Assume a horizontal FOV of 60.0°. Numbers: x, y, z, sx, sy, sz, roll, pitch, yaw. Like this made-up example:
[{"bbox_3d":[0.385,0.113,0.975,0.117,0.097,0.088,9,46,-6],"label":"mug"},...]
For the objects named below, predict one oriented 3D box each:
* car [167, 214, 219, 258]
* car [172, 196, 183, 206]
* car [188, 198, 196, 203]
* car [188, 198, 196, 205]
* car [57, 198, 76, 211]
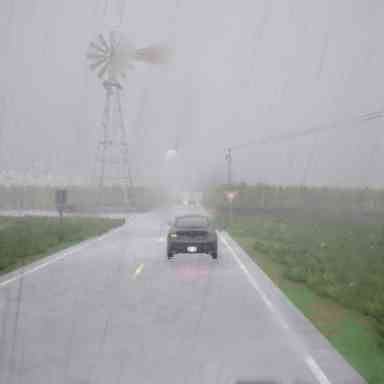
[{"bbox_3d":[0.019,1.652,13.486,1.837,1.490,4.892,0,0,0],"label":"car"},{"bbox_3d":[-3.196,2.005,73.250,2.150,2.045,5.566,0,-1,0],"label":"car"},{"bbox_3d":[0.004,2.396,90.995,1.895,1.301,4.718,0,-1,0],"label":"car"},{"bbox_3d":[0.004,2.407,80.961,1.994,1.385,4.181,0,-1,0],"label":"car"},{"bbox_3d":[-17.220,1.701,45.449,1.905,1.878,3.866,0,-1,-31],"label":"car"}]
